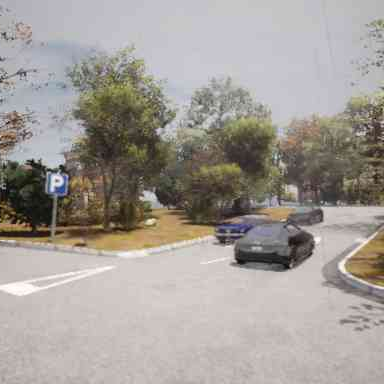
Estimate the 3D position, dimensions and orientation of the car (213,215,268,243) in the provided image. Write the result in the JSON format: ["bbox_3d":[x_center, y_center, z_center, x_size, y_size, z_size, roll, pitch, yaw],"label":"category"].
[{"bbox_3d":[3.112,1.954,18.086,1.895,1.301,4.718,-3,-1,37],"label":"car"}]

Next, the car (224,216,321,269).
[{"bbox_3d":[3.149,1.799,12.310,1.994,1.385,4.181,-3,-2,33],"label":"car"}]

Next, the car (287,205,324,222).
[{"bbox_3d":[8.915,1.733,26.040,1.812,1.442,4.674,-3,-1,36],"label":"car"}]
